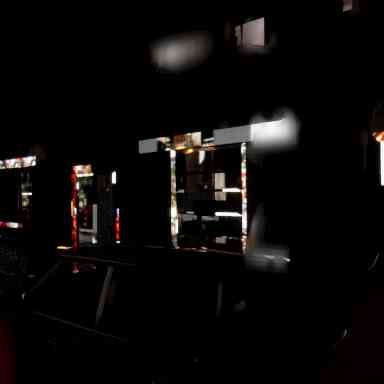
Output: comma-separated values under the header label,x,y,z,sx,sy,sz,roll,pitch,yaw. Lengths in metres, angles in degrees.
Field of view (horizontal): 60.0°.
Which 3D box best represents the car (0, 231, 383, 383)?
label,x,y,z,sx,sy,sz,roll,pitch,yaw
car,-0.340,1.316,3.131,5.009,1.841,2.192,0,-1,35
